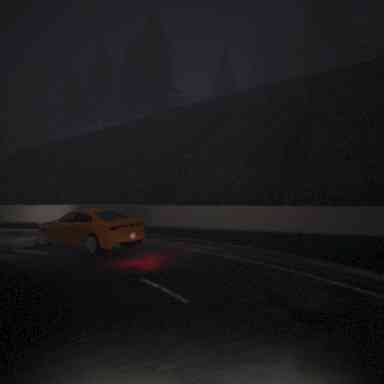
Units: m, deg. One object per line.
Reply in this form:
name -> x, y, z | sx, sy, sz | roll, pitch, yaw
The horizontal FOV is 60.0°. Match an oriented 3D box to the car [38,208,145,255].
car -> -4.057, 1.388, 13.005 | 5.008, 1.535, 1.882 | -1, 0, 36
